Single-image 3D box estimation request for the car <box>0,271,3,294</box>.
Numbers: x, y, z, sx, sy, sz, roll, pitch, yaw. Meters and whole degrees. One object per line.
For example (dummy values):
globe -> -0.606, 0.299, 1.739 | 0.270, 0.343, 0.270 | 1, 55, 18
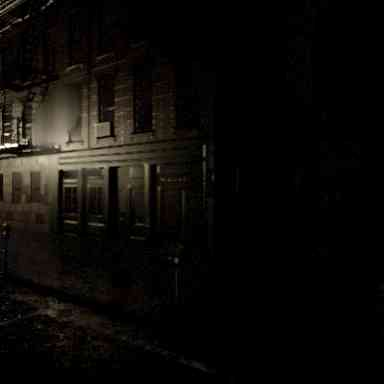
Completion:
car -> -5.795, 1.469, 6.971 | 4.829, 1.417, 1.752 | 0, 0, 35
